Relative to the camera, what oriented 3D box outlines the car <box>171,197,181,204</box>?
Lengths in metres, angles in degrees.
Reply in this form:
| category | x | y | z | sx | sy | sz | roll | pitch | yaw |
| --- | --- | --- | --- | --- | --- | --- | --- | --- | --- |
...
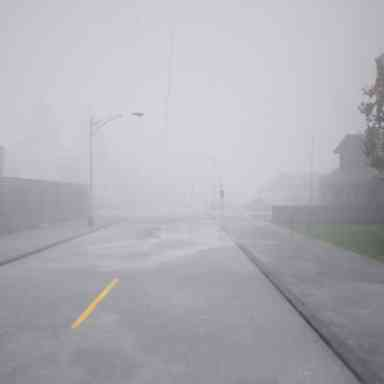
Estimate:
| category | x | y | z | sx | sy | sz | roll | pitch | yaw |
| --- | --- | --- | --- | --- | --- | --- | --- | --- | --- |
| car | -4.001 | 2.227 | 84.147 | 2.150 | 2.045 | 5.566 | 0 | -1 | 0 |
